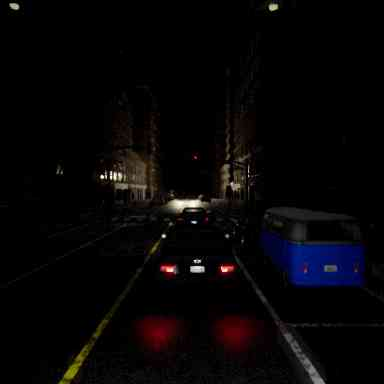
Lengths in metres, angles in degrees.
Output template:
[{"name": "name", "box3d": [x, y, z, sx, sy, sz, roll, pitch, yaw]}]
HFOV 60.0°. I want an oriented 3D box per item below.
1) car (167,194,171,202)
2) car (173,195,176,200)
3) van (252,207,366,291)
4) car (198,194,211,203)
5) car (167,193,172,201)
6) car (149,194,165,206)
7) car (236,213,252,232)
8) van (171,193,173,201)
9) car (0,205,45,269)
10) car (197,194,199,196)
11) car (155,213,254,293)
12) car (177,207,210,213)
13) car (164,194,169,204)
[{"name": "car", "box3d": [-5.669, 1.499, 63.248, 1.887, 1.381, 4.507, 0, 0, 0]}, {"name": "car", "box3d": [-5.669, 1.503, 79.600, 2.008, 1.369, 4.403, 0, 0, 0]}, {"name": "van", "box3d": [2.855, 1.338, 8.697, 1.690, 1.788, 3.998, 0, 0, 0]}, {"name": "car", "box3d": [2.855, 1.392, 68.734, 1.967, 1.590, 4.097, 0, 0, 0]}, {"name": "car", "box3d": [-5.669, 1.497, 68.699, 1.887, 1.381, 4.507, 0, 0, 0]}, {"name": "car", "box3d": [-5.669, 1.485, 52.176, 1.752, 1.417, 4.829, 0, 0, 0]}, {"name": "car", "box3d": [2.856, 1.559, 14.358, 1.947, 1.339, 4.313, 0, 0, 0]}, {"name": "van", "box3d": [-5.670, 1.293, 74.149, 1.690, 1.788, 3.998, 0, 0, 0]}, {"name": "car", "box3d": [-5.670, 1.312, 8.657, 2.192, 1.841, 5.009, 0, 0, 0]}, {"name": "car", "box3d": [2.856, 1.503, 79.631, 2.008, 1.369, 4.403, 0, 0, 0]}, {"name": "car", "box3d": [0.101, 1.544, 8.968, 2.033, 1.411, 5.357, 0, 0, 0]}, {"name": "car", "box3d": [0.101, 1.554, 19.287, 1.994, 1.385, 4.181, 0, 0, 0]}, {"name": "car", "box3d": [-5.669, 1.507, 57.796, 2.008, 1.369, 4.403, 0, 0, 0]}]
